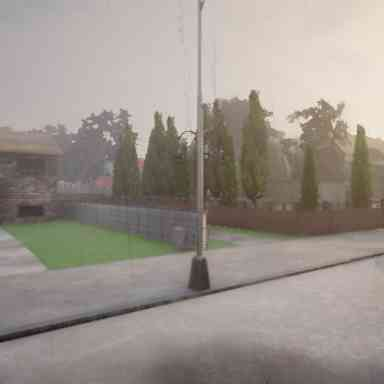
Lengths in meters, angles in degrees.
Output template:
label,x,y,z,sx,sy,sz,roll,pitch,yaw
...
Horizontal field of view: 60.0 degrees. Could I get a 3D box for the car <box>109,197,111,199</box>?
label,x,y,z,sx,sy,sz,roll,pitch,yaw
car,-11.776,1.194,50.950,1.816,1.474,4.193,0,0,-36
